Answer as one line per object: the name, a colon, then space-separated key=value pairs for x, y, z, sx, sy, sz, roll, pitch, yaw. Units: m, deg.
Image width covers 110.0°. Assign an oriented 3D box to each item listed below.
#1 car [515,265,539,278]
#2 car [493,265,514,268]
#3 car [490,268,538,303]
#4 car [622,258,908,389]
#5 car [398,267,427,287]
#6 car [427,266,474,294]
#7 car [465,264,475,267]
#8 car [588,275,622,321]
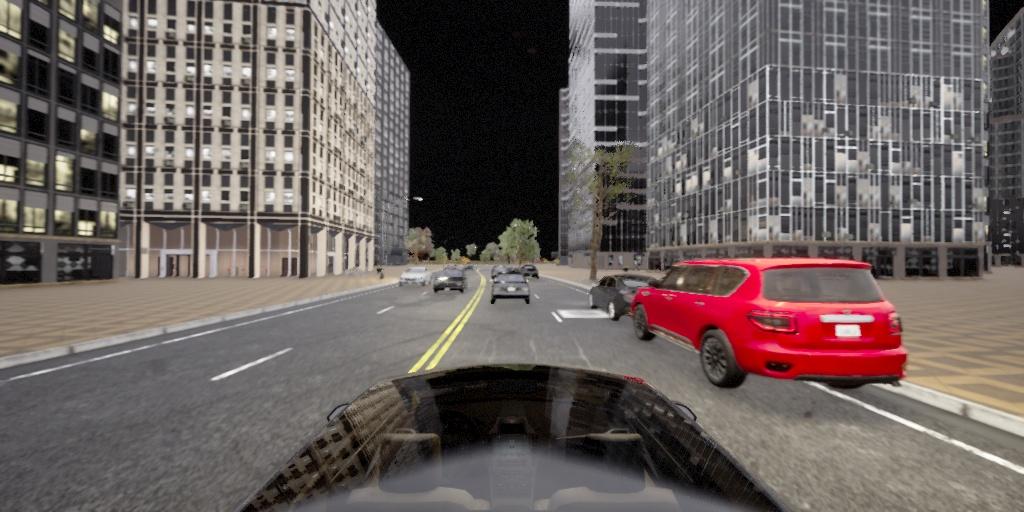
car: x=1.777 y=1.743 z=39.611 sx=1.837 sy=1.490 sz=4.892 roll=0 pitch=0 yaw=-5
car: x=-1.348 y=1.750 z=38.364 sx=2.033 sy=1.411 sz=5.357 roll=0 pitch=-1 yaw=-5
car: x=-0.125 y=1.497 z=17.864 sx=2.033 sy=1.411 sz=5.357 roll=0 pitch=-1 yaw=-2
car: x=4.231 y=1.067 z=7.208 sx=2.150 sy=2.045 sz=5.566 roll=0 pitch=-1 yaw=0
car: x=-7.267 y=1.554 z=27.357 sx=1.812 sy=1.442 sz=4.674 roll=0 pitch=-1 yaw=-4
car: x=-3.764 y=1.539 z=22.843 sx=2.033 sy=1.411 sz=5.357 roll=0 pitch=-1 yaw=-3
car: x=-7.651 y=2.051 z=63.907 sx=2.033 sy=1.411 sz=5.357 roll=0 pitch=-1 yaw=-6
car: x=4.159 y=1.422 z=13.268 sx=1.837 sy=1.490 sz=4.892 roll=0 pitch=-1 yaw=-1
